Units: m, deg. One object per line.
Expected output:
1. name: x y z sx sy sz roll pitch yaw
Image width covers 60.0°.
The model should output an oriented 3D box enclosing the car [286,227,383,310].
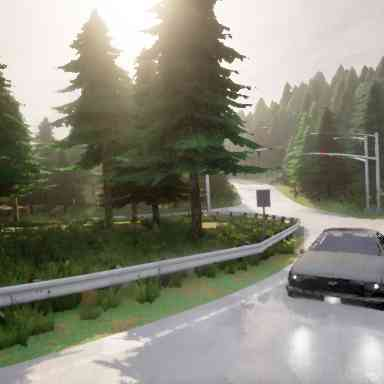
1. car: 3.968 1.622 8.318 2.033 1.411 5.357 -1 -1 32
